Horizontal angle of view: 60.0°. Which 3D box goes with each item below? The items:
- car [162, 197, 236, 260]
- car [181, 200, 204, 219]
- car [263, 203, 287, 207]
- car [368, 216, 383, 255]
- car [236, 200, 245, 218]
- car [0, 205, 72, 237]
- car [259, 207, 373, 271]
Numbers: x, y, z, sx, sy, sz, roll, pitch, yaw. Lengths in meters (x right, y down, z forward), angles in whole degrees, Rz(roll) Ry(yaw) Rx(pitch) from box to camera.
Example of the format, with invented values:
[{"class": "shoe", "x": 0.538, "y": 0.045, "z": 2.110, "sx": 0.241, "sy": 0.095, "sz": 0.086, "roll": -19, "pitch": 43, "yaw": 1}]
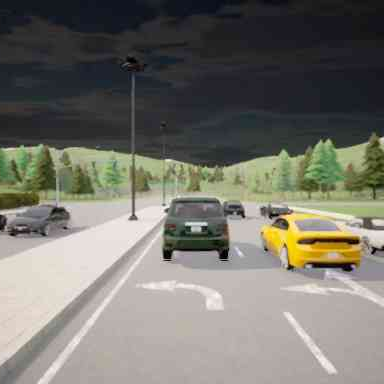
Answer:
[{"class": "car", "x": 0.106, "y": 1.211, "z": 12.478, "sx": 2.150, "sy": 2.045, "sz": 5.566, "roll": 0, "pitch": 0, "yaw": 0}, {"class": "car", "x": 0.038, "y": 1.488, "z": 29.538, "sx": 1.837, "sy": 1.490, "sz": 4.892, "roll": 0, "pitch": 0, "yaw": 0}, {"class": "car", "x": 7.046, "y": 1.585, "z": 28.364, "sx": 1.895, "sy": 1.301, "sz": 4.718, "roll": 0, "pitch": 0, "yaw": 0}, {"class": "car", "x": 7.100, "y": 1.594, "z": 13.140, "sx": 1.895, "sy": 1.301, "sz": 4.718, "roll": 0, "pitch": 0, "yaw": 0}, {"class": "car", "x": 3.537, "y": 1.488, "z": 29.765, "sx": 1.837, "sy": 1.490, "sz": 4.892, "roll": 0, "pitch": 0, "yaw": 0}, {"class": "car", "x": -8.107, "y": 1.494, "z": 18.121, "sx": 1.837, "sy": 1.490, "sz": 4.892, "roll": 0, "pitch": 0, "yaw": 0}, {"class": "car", "x": 3.599, "y": 1.472, "z": 10.957, "sx": 1.882, "sy": 1.535, "sz": 5.008, "roll": 0, "pitch": 0, "yaw": 0}]
